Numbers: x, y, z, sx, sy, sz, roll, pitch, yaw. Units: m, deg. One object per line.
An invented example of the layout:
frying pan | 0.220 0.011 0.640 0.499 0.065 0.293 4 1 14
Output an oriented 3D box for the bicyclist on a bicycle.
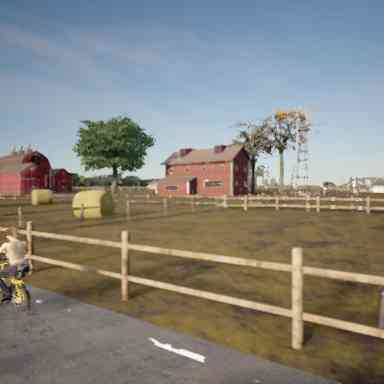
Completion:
bicyclist on a bicycle | -3.501 1.470 6.407 1.509 1.612 0.866 0 -1 37
